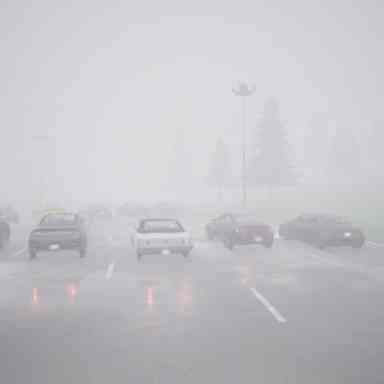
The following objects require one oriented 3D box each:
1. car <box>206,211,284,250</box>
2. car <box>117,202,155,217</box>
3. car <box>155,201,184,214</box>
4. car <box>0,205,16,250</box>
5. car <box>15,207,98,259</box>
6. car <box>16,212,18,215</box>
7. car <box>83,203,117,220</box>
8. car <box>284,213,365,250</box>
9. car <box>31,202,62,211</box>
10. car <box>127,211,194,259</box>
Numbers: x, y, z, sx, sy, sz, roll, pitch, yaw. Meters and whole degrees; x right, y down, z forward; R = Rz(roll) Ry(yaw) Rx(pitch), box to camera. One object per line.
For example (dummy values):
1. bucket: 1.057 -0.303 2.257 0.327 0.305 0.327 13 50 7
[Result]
1. car: 1.967 1.572 14.578 1.812 1.442 4.674 0 0 -12
2. car: -5.596 1.645 31.134 1.812 1.442 4.674 0 0 -34
3. car: -2.503 1.644 32.781 1.812 1.442 4.674 0 0 -34
4. car: -8.141 1.280 11.399 2.150 2.045 5.566 0 0 -13
5. car: -4.965 1.547 12.965 2.128 1.511 4.902 0 0 -14
6. car: -14.721 1.684 25.625 1.994 1.385 4.181 0 0 -36
7. car: -8.497 1.683 28.919 1.994 1.385 4.181 0 0 -35
8. car: 5.522 1.605 14.683 1.994 1.385 4.181 0 0 -12
9. car: -12.138 1.600 27.996 1.882 1.535 5.008 0 0 -36
10. car: -1.343 1.649 12.879 1.895 1.301 4.718 0 0 -13
